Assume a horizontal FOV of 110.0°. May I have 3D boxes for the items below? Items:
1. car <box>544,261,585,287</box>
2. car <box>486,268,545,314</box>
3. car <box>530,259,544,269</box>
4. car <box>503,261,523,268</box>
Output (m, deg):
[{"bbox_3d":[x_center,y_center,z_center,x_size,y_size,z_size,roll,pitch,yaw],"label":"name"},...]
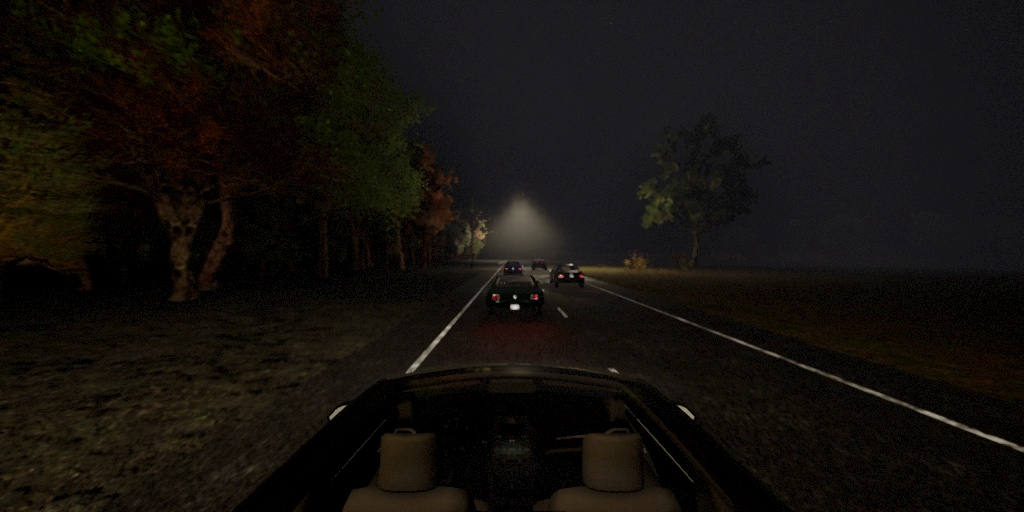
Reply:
[{"bbox_3d":[3.525,1.230,23.647,2.033,1.411,5.357,0,0,0],"label":"car"},{"bbox_3d":[0.101,1.315,13.488,1.895,1.301,4.718,0,0,0],"label":"car"},{"bbox_3d":[3.593,1.089,49.067,2.128,1.511,4.902,0,0,0],"label":"car"},{"bbox_3d":[0.098,1.196,34.506,2.033,1.411,5.357,0,0,0],"label":"car"}]
